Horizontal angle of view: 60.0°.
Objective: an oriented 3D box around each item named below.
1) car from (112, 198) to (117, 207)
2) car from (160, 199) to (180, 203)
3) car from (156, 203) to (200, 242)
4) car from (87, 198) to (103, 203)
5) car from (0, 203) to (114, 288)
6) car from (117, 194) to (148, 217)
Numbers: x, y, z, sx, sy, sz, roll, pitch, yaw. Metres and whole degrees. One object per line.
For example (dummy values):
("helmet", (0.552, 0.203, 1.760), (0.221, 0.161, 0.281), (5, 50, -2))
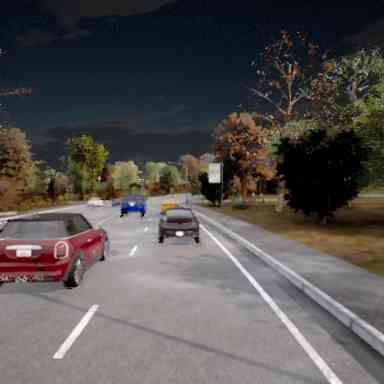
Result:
("car", (-10.902, 1.601, 49.985), (1.994, 1.385, 4.181), (0, 0, -5))
("car", (-2.226, 1.459, 34.275), (1.882, 1.535, 5.008), (0, 0, -5))
("car", (-0.680, 1.493, 16.371), (1.837, 1.490, 4.892), (0, 0, -4))
("car", (-14.383, 1.567, 49.617), (1.812, 1.442, 4.674), (0, 0, -5))
("car", (-3.772, 1.352, 9.391), (2.097, 1.767, 4.553), (0, 0, -3))
("car", (-5.505, 1.207, 31.779), (2.150, 2.045, 5.566), (0, 0, -5))
